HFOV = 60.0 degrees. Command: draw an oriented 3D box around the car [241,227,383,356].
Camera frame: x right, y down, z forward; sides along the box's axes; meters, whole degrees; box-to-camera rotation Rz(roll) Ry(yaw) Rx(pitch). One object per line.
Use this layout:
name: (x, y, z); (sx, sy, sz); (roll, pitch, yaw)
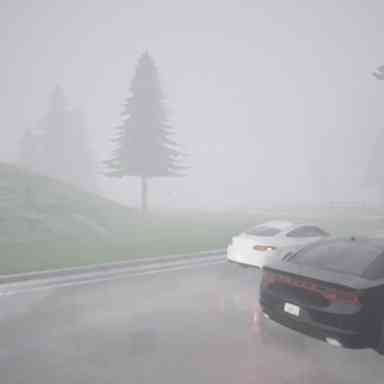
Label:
car: (3.445, 1.538, 6.212); (5.008, 1.535, 1.882); (0, 0, -36)

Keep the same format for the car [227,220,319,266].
car: (3.172, 1.606, 10.321); (4.674, 1.442, 1.812); (0, 0, -36)
